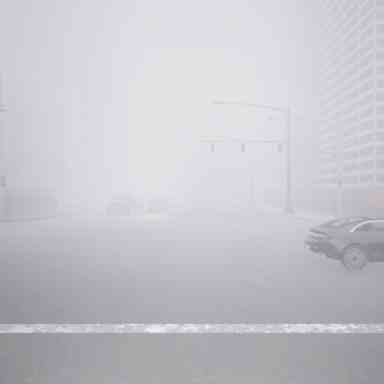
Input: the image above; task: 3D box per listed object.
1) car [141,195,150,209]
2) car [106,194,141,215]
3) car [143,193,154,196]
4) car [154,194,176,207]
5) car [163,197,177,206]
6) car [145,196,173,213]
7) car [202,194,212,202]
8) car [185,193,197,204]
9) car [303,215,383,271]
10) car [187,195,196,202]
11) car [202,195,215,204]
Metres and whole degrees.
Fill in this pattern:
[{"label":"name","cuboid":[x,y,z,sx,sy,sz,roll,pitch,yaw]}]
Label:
[{"label":"car","cuboid":[-7.195,1.547,44.802,2.033,1.411,5.357,0,0,0]},{"label":"car","cuboid":[-7.156,1.221,34.551,2.150,2.045,5.566,0,0,2]},{"label":"car","cuboid":[-7.206,1.221,55.326,2.150,2.045,5.566,0,0,0]},{"label":"car","cuboid":[-3.695,1.352,46.690,2.097,1.767,4.553,0,0,0]},{"label":"car","cuboid":[-3.707,1.564,56.503,1.994,1.385,4.181,0,0,0]},{"label":"car","cuboid":[-3.680,1.491,37.473,2.128,1.511,4.902,0,0,0]},{"label":"car","cuboid":[3.345,1.355,74.593,2.097,1.767,4.553,0,0,0]},{"label":"car","cuboid":[-0.135,1.221,63.770,2.150,2.045,5.566,0,0,0]},{"label":"car","cuboid":[5.989,1.491,10.288,4.902,1.511,2.128,0,0,0]},{"label":"car","cuboid":[-0.158,1.382,74.441,1.994,1.385,4.181,0,0,0]},{"label":"car","cuboid":[3.459,1.526,64.690,1.812,1.442,4.674,0,0,0]}]
